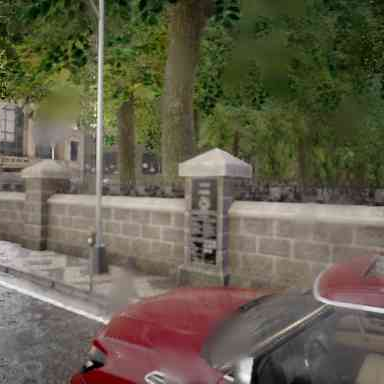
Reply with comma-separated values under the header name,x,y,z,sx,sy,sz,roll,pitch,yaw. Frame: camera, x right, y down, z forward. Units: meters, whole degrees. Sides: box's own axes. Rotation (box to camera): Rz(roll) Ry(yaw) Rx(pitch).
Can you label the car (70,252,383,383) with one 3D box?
name,x,y,z,sx,sy,sz,roll,pitch,yaw
car,1.447,1.318,1.935,5.009,1.841,2.192,2,1,36
